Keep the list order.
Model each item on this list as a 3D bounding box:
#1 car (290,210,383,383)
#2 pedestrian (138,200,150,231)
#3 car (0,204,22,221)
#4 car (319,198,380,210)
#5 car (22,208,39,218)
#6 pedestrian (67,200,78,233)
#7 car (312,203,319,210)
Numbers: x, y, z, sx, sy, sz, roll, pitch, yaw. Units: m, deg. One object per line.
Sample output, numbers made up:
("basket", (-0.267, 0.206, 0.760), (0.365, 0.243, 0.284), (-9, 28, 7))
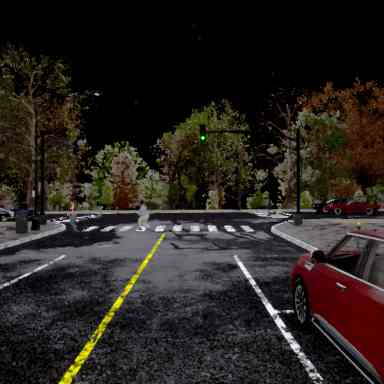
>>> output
("car", (2.720, 1.316, 3.837), (2.192, 1.841, 5.009), (1, 0, 0))
("pedestrian", (-2.729, 1.296, 18.856), (0.375, 1.860, 0.375), (1, -1, 0))
("car", (-16.430, 1.583, 25.951), (4.902, 1.511, 2.128), (-1, -1, 2))
("car", (15.182, 1.459, 31.898), (4.718, 1.301, 1.895), (-1, -1, 1))
("car", (-16.103, 1.733, 29.204), (4.718, 1.301, 1.895), (-1, -1, 1))
("pedestrian", (-6.504, 1.297, 18.260), (0.375, 1.860, 0.375), (1, -1, 0))
("car", (15.249, 1.406, 35.151), (4.892, 1.490, 1.837), (-1, -1, 1))
